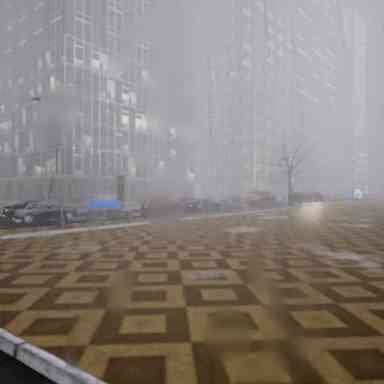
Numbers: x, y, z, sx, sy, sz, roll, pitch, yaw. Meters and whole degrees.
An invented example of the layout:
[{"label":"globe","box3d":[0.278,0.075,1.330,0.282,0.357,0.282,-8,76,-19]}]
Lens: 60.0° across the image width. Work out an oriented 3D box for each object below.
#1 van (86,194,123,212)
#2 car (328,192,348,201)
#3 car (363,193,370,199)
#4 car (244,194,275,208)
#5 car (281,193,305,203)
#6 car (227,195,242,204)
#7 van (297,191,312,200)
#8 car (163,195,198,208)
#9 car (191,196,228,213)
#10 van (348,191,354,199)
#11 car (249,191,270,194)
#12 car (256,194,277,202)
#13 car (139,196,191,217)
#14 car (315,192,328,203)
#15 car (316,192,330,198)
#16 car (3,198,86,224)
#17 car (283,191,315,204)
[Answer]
[{"label":"van","box3d":[-8.957,1.061,33.752,1.690,1.788,3.998,1,1,41]},{"label":"car","box3d":[27.262,0.950,62.826,1.752,1.417,4.829,1,1,41]},{"label":"car","box3d":[38.280,0.849,75.637,2.008,1.369,4.403,1,1,41]},{"label":"car","box3d":[8.602,1.223,41.134,1.802,1.307,4.206,1,1,41]},{"label":"car","box3d":[16.671,0.986,54.632,1.882,1.535,5.008,0,1,41]},{"label":"car","box3d":[5.970,1.114,50.926,1.947,1.339,4.313,1,1,41]},{"label":"van","box3d":[24.521,0.674,72.487,1.690,1.788,3.998,1,1,41]},{"label":"car","box3d":[-1.455,1.179,42.307,1.887,1.381,4.507,1,1,41]},{"label":"car","box3d":[1.234,1.294,32.467,1.947,1.339,4.313,1,1,41]},{"label":"van","box3d":[34.572,0.681,71.321,1.690,1.788,3.998,1,1,41]},{"label":"car","box3d":[10.094,1.077,46.917,2.128,1.511,4.902,0,1,41]},{"label":"car","box3d":[13.391,1.028,59.552,1.947,1.339,4.313,1,1,41]},{"label":"car","box3d":[-2.433,1.212,28.116,1.967,1.590,4.097,1,1,41]},{"label":"car","box3d":[19.733,0.827,54.069,2.192,1.841,5.009,1,1,41]},{"label":"car","box3d":[31.940,0.814,81.117,1.947,1.339,4.313,1,1,41]},{"label":"car","box3d":[-10.381,1.314,23.198,2.128,1.511,4.902,0,1,41]},{"label":"car","box3d":[16.023,0.870,49.756,2.192,1.841,5.009,1,1,41]}]
